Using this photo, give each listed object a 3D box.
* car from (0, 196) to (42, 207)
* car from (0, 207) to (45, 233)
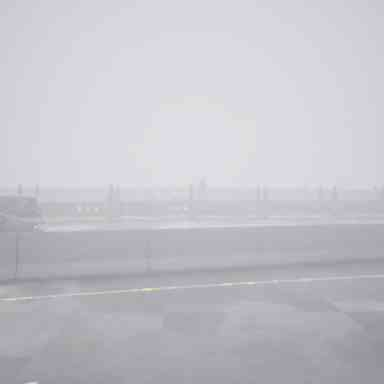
[{"bbox_3d":[-10.817,1.235,17.652,5.566,2.045,2.150,0,0,-17],"label":"car"},{"bbox_3d":[-9.371,1.558,14.467,5.357,1.411,2.033,0,0,-17],"label":"car"}]
